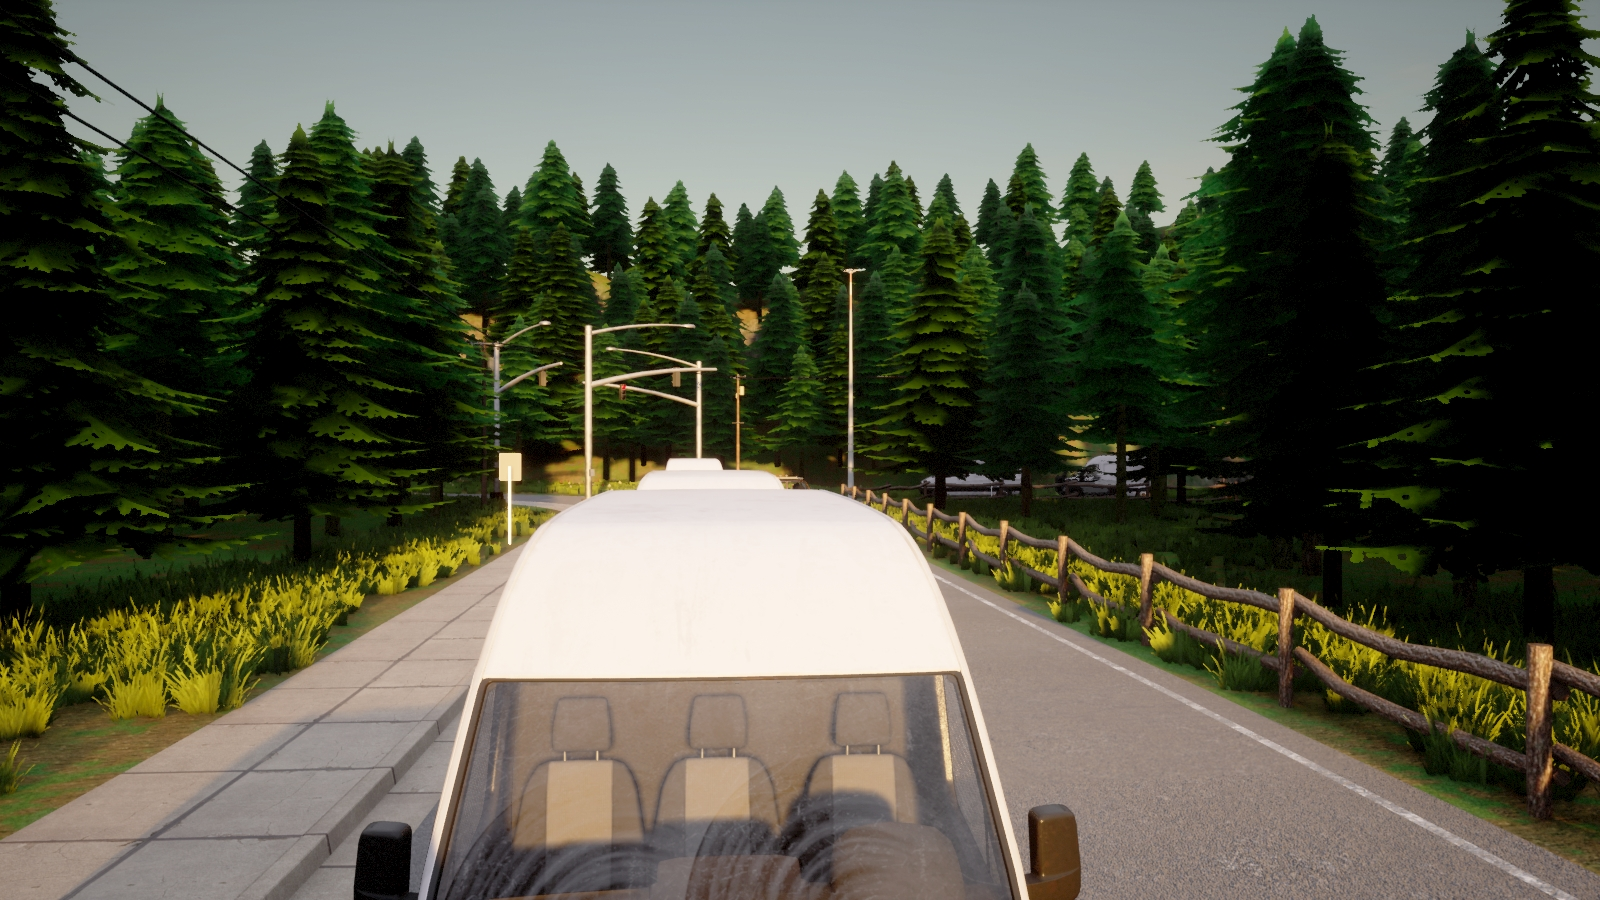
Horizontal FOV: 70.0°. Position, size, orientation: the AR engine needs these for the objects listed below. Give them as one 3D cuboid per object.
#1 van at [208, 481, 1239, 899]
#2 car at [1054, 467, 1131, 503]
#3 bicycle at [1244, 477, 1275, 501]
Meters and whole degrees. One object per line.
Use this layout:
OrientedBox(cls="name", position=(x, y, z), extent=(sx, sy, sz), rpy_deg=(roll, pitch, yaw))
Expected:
OrientedBox(cls="van", position=(-0.348, 1.499, 5.156), extent=(1.988, 2.561, 5.915), rpy_deg=(0, 0, -5))
OrientedBox(cls="car", position=(15.728, 1.857, 61.567), extent=(3.866, 1.878, 1.905), rpy_deg=(0, 0, 8))
OrientedBox(cls="bicycle", position=(25.320, 2.158, 62.925), extent=(1.487, 1.276, 0.859), rpy_deg=(0, 0, 27))
